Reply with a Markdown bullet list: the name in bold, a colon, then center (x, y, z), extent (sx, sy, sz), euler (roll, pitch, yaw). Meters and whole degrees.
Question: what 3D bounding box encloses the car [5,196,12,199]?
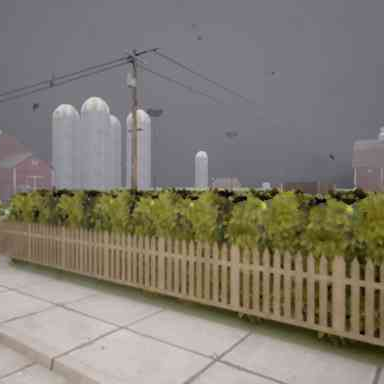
- **car**: center (-28.920, 1.266, 53.826), extent (4.193, 1.474, 1.816), euler (0, 0, 35)
